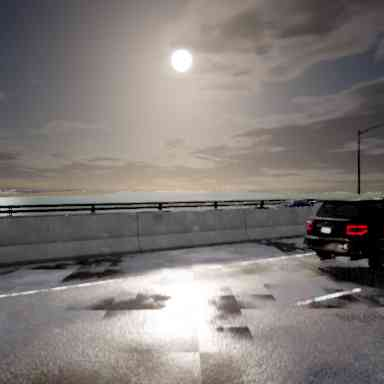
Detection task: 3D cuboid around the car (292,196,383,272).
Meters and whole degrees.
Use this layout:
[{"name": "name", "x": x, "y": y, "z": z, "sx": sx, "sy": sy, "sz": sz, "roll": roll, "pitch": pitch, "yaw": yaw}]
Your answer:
[{"name": "car", "x": 6.137, "y": 1.160, "z": 10.703, "sx": 5.566, "sy": 2.045, "sz": 2.150, "roll": 0, "pitch": 0, "yaw": -29}]

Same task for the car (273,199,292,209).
[{"name": "car", "x": 10.152, "y": 1.414, "z": 33.091, "sx": 4.181, "sy": 1.385, "sz": 1.994, "roll": 0, "pitch": 0, "yaw": -29}]

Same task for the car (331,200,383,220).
[{"name": "car", "x": 14.052, "y": 1.397, "z": 27.251, "sx": 5.357, "sy": 1.411, "sz": 2.033, "roll": 0, "pitch": 0, "yaw": -29}]

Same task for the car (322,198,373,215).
[{"name": "car", "x": 14.870, "y": 1.337, "z": 31.675, "sx": 4.892, "sy": 1.490, "sz": 1.837, "roll": 0, "pitch": 0, "yaw": -28}]
